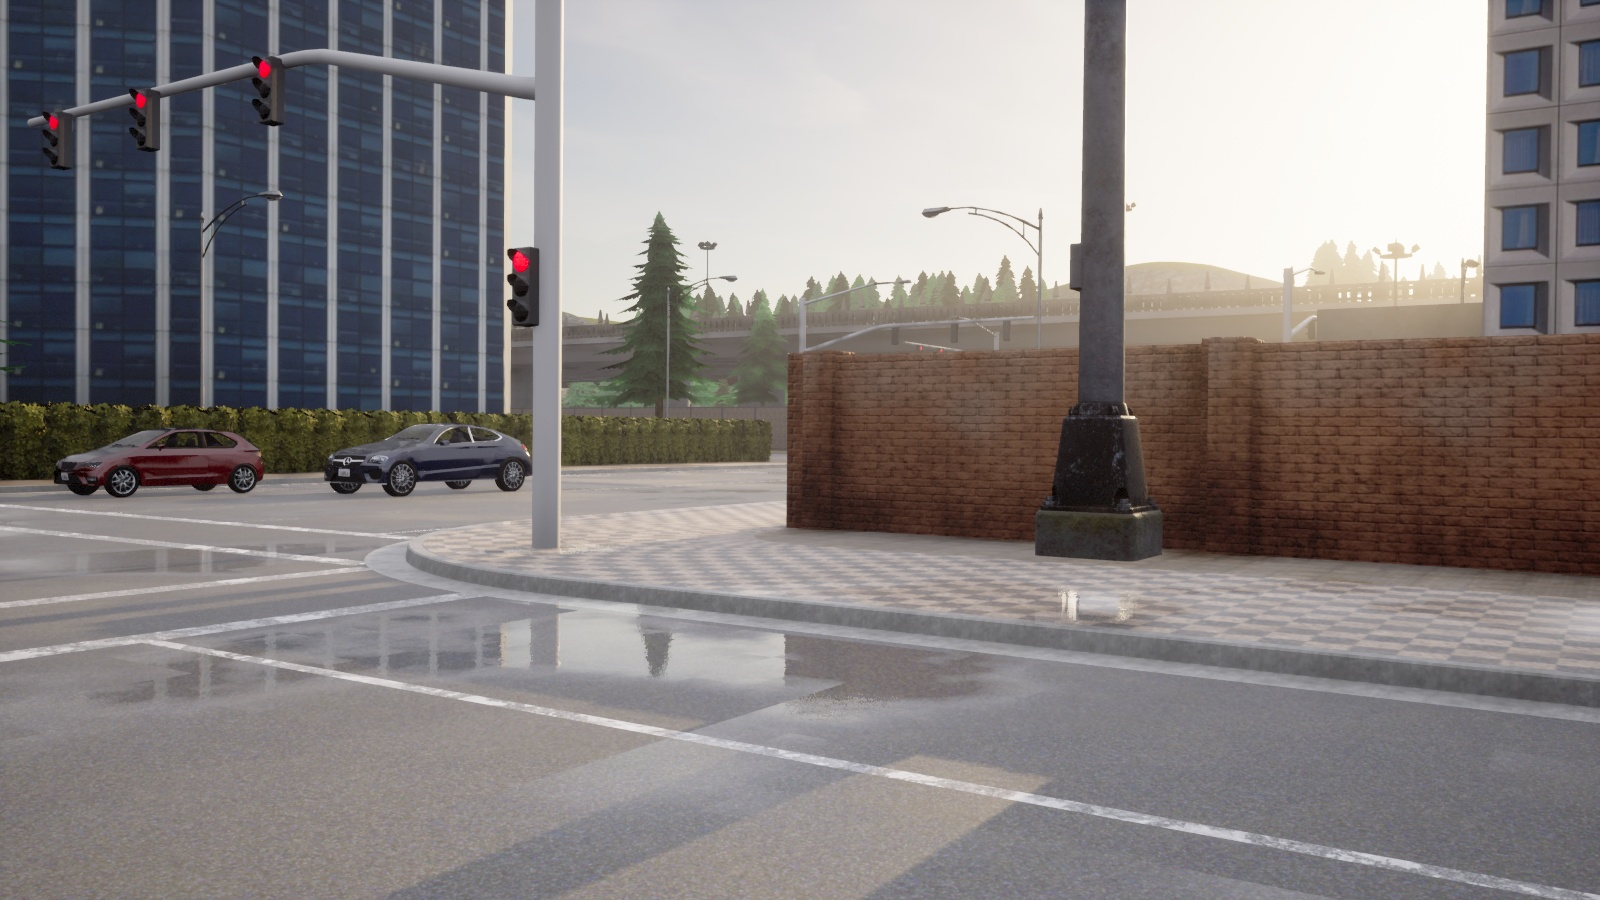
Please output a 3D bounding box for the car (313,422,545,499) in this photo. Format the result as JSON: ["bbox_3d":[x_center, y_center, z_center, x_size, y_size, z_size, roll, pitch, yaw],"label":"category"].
[{"bbox_3d":[-8.596,0.184,29.564,2.152,1.651,5.027,0,1,33],"label":"car"}]

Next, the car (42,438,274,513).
[{"bbox_3d":[-14.023,0.494,27.653,1.816,1.474,4.193,0,1,33],"label":"car"}]
